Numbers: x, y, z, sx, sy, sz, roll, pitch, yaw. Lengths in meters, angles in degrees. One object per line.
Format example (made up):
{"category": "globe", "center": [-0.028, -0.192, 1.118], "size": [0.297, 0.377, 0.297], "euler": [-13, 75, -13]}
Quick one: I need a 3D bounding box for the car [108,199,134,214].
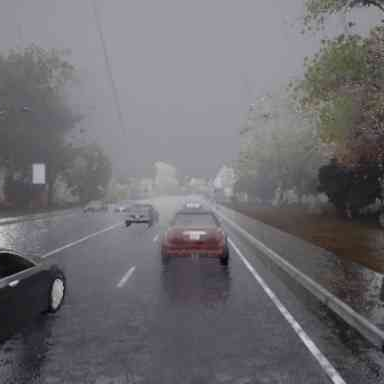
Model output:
{"category": "car", "center": [-7.097, 1.564, 35.841], "size": [2.128, 1.511, 4.902], "euler": [0, 0, 0]}

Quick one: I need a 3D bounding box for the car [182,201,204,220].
{"category": "car", "center": [0.093, 1.585, 29.408], "size": [1.812, 1.442, 4.674], "euler": [0, 0, 0]}

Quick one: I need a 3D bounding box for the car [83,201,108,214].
{"category": "car", "center": [-10.594, 1.637, 36.810], "size": [1.994, 1.385, 4.181], "euler": [0, 0, 0]}

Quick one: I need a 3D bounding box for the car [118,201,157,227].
{"category": "car", "center": [-3.417, 1.596, 23.384], "size": [2.033, 1.411, 5.357], "euler": [0, 0, 0]}

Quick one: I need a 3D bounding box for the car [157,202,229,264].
{"category": "car", "center": [0.090, 1.378, 12.100], "size": [2.097, 1.767, 4.553], "euler": [0, 0, 0]}

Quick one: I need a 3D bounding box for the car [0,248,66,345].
{"category": "car", "center": [-3.436, 1.519, 4.759], "size": [1.837, 1.490, 4.892], "euler": [0, 0, 0]}
